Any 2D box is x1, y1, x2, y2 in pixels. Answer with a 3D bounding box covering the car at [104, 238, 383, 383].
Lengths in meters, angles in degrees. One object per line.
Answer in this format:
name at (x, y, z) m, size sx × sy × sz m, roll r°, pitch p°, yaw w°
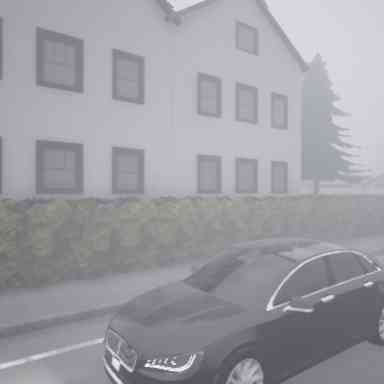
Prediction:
car at (1.210, 1.512, 4.815) m, size 4.892 × 1.490 × 1.837 m, roll 0°, pitch 0°, yaw -35°
